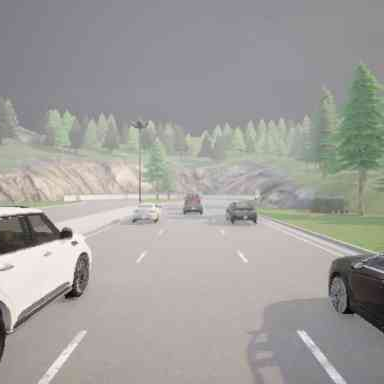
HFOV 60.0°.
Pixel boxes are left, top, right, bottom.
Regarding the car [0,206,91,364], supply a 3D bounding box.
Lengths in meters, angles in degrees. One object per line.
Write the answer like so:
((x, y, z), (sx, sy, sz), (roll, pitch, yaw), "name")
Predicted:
((-3.400, 1.220, 5.318), (2.150, 2.045, 5.566), (0, 0, 0), "car")

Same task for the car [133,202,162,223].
((-3.400, 1.524, 25.782), (1.812, 1.442, 4.674), (0, 0, 0), "car")

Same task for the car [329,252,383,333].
((3.598, 1.490, 4.631), (2.128, 1.511, 4.902), (0, 0, 0), "car")

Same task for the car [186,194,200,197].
((0.092, 1.220, 44.130), (2.150, 2.045, 5.566), (0, 0, 0), "car")

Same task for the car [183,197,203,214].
((0.098, 1.563, 34.628), (1.994, 1.385, 4.181), (0, 0, 0), "car")

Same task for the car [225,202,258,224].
((3.600, 1.492, 24.697), (2.128, 1.511, 4.902), (0, 0, 0), "car")
